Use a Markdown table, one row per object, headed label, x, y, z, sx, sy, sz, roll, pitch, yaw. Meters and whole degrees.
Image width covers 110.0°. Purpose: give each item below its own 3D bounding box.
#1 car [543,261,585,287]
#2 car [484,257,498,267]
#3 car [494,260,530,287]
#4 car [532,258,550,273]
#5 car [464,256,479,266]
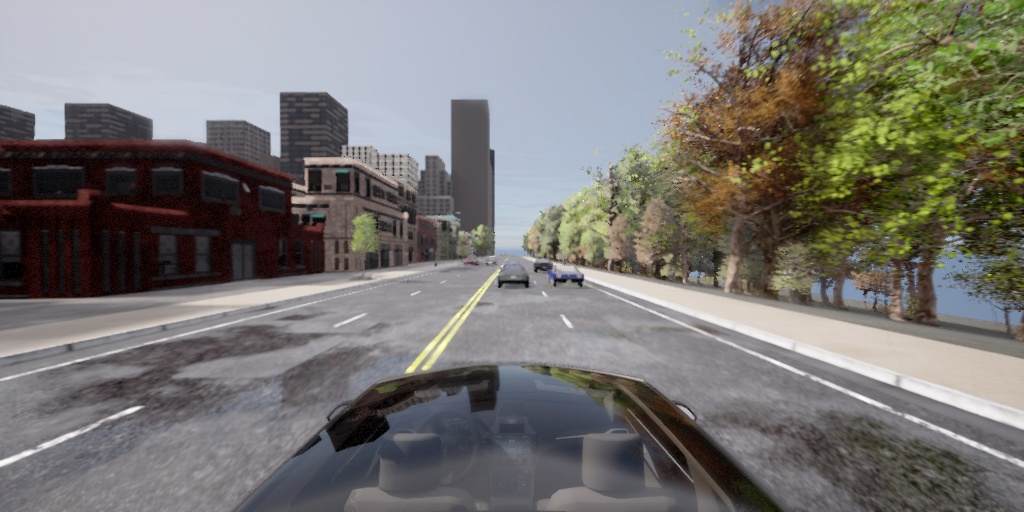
| label | x | y | z | sx | sy | sz | roll | pitch | yaw |
| --- | --- | --- | --- | --- | --- | --- | --- | --- | --- |
| car | 3.343 | 1.213 | 23.266 | 1.895 | 1.301 | 4.718 | 0 | 0 | 0 |
| car | -3.313 | 0.878 | 57.427 | 2.128 | 1.511 | 4.902 | 0 | 0 | 1 |
| car | 0.091 | 1.178 | 22.931 | 1.994 | 1.385 | 4.181 | 0 | 0 | 0 |
| car | 3.314 | 0.985 | 39.223 | 1.882 | 1.535 | 5.008 | 0 | 1 | 0 |
| car | -6.552 | 0.734 | 58.212 | 2.097 | 1.767 | 4.553 | 0 | 0 | 0 |
